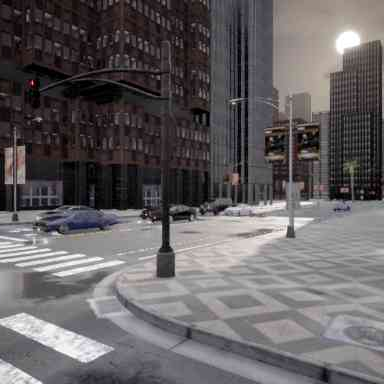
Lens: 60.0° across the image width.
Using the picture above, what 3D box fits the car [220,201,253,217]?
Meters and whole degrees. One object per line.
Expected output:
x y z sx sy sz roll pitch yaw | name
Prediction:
5.516 2.056 38.790 1.812 1.442 4.674 0 -1 36 | car

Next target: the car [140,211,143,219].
-3.102 1.940 32.270 1.994 1.385 4.181 0 -1 35 | car

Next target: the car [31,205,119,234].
-7.124 1.760 20.958 2.033 1.411 5.357 0 -1 35 | car

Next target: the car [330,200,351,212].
24.254 2.430 53.675 2.033 1.411 5.357 0 -1 34 | car

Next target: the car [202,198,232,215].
3.108 1.754 41.014 2.150 2.045 5.566 0 -1 35 | car

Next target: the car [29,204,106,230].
-8.862 1.723 24.125 2.128 1.511 4.902 0 -1 35 | car

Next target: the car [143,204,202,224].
-1.560 1.830 28.812 1.882 1.535 5.008 0 -1 35 | car
